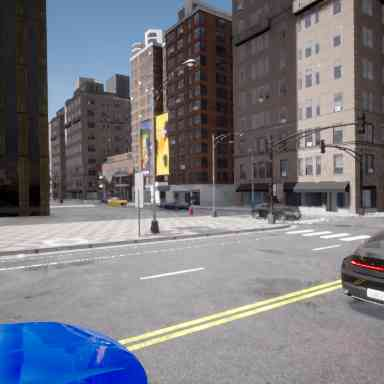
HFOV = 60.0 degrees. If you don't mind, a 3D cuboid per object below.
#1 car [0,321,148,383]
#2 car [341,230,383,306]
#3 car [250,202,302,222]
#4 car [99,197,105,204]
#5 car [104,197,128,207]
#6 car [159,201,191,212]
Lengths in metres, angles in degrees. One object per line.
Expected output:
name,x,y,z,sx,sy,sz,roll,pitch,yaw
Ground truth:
car,-2.577,1.478,1.603,5.008,1.535,1.882,0,0,-35
car,5.114,1.504,7.092,4.892,1.490,1.837,0,0,-36
car,6.905,1.607,27.786,1.812,1.442,4.674,-1,1,-35
car,-17.193,1.742,67.583,2.033,1.411,5.357,-1,0,-35
car,-12.377,1.676,55.269,1.882,1.535,5.008,-1,0,-35
car,-2.040,1.735,40.505,1.895,1.301,4.718,-1,0,-35
